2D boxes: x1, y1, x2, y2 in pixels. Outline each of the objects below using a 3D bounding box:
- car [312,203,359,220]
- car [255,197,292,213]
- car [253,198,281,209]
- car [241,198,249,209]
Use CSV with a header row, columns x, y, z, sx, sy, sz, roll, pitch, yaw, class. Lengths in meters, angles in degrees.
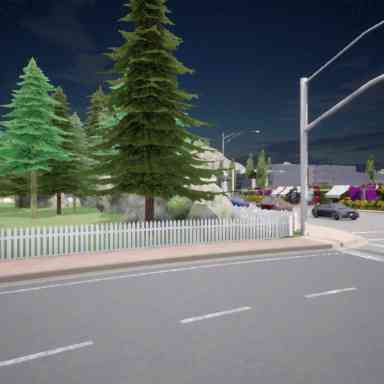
x,y,z,sx,sy,sz,roll,pitch,yaw,class
12.156,1.619,28.441,1.994,1.385,4.181,0,0,-16,car
9.413,1.408,37.735,2.097,1.767,4.553,0,0,-16,car
10.524,1.619,47.020,1.994,1.385,4.181,0,0,-16,car
6.495,1.533,47.632,1.882,1.535,5.008,0,0,-17,car
